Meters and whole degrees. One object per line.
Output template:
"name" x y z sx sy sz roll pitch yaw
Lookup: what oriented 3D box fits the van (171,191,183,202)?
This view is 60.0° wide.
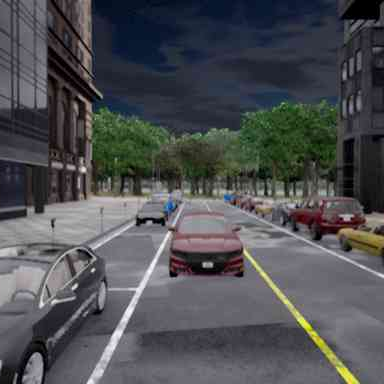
"van" -2.409 0.708 53.589 1.690 1.788 3.998 0 1 0

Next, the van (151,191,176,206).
"van" -2.407 1.024 26.402 1.690 1.788 3.998 0 1 0

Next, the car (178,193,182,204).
"car" -2.408 1.121 37.279 1.947 1.339 4.313 0 1 0

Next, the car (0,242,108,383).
"car" -2.405 1.493 4.656 2.008 1.369 4.403 0 1 0

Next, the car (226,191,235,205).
"car" 6.117 0.808 42.714 2.192 1.841 5.009 0 1 0

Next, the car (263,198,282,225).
"car" 6.119 1.298 20.968 2.008 1.369 4.403 0 1 0

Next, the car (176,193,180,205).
"car" -2.407 1.146 31.672 1.752 1.417 4.829 0 1 0

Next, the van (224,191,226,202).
"van" 6.116 0.772 48.152 1.690 1.788 3.998 0 1 0

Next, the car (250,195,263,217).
"car" 6.118 1.207 26.575 1.752 1.417 4.829 0 1 0

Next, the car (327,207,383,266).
"car" 6.120 1.401 10.263 1.752 1.417 4.829 0 1 0

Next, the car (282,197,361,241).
"car" 6.119 1.127 15.528 2.192 1.841 5.009 0 1 0

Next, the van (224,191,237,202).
"van" 6.116 0.709 53.589 1.690 1.788 3.998 0 1 0

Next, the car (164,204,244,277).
"car" 0.358 1.355 10.043 1.882 1.535 5.008 0 1 0

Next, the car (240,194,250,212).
"car" 6.118 1.164 31.843 1.887 1.381 4.507 0 1 0

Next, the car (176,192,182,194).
"car" -2.408 1.020 42.546 1.752 1.417 4.829 0 1 0

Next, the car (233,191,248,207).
"car" 6.117 0.996 37.278 1.967 1.590 4.097 0 1 0

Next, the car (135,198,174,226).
"car" -2.406 1.313 20.968 1.947 1.339 4.313 0 1 0
